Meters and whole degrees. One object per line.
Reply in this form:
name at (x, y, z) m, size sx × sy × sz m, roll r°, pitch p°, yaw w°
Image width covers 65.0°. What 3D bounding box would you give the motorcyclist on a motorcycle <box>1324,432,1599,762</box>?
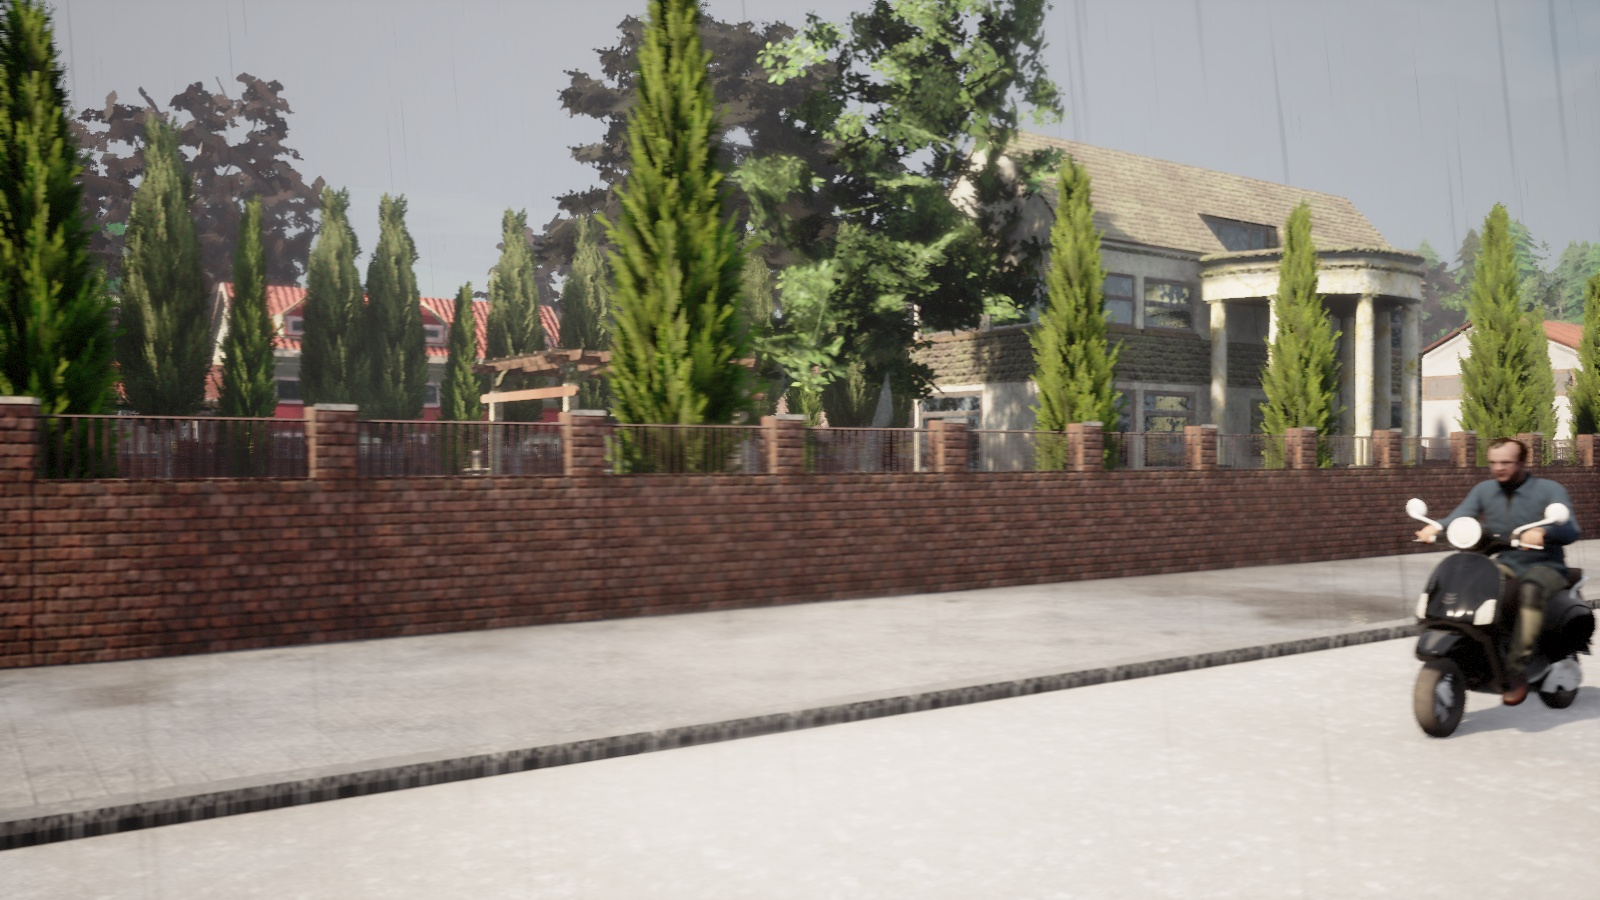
motorcyclist on a motorcycle at (3.815, 0.707, 6.923) m, size 1.817 × 1.590 × 0.866 m, roll 0°, pitch 0°, yaw -35°
